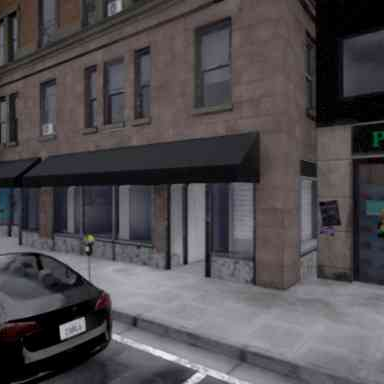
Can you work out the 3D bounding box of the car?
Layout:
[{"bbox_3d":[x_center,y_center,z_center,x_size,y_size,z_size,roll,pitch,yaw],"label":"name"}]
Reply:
[{"bbox_3d":[-3.039,1.588,4.976,4.313,1.339,1.947,0,0,36],"label":"car"}]
